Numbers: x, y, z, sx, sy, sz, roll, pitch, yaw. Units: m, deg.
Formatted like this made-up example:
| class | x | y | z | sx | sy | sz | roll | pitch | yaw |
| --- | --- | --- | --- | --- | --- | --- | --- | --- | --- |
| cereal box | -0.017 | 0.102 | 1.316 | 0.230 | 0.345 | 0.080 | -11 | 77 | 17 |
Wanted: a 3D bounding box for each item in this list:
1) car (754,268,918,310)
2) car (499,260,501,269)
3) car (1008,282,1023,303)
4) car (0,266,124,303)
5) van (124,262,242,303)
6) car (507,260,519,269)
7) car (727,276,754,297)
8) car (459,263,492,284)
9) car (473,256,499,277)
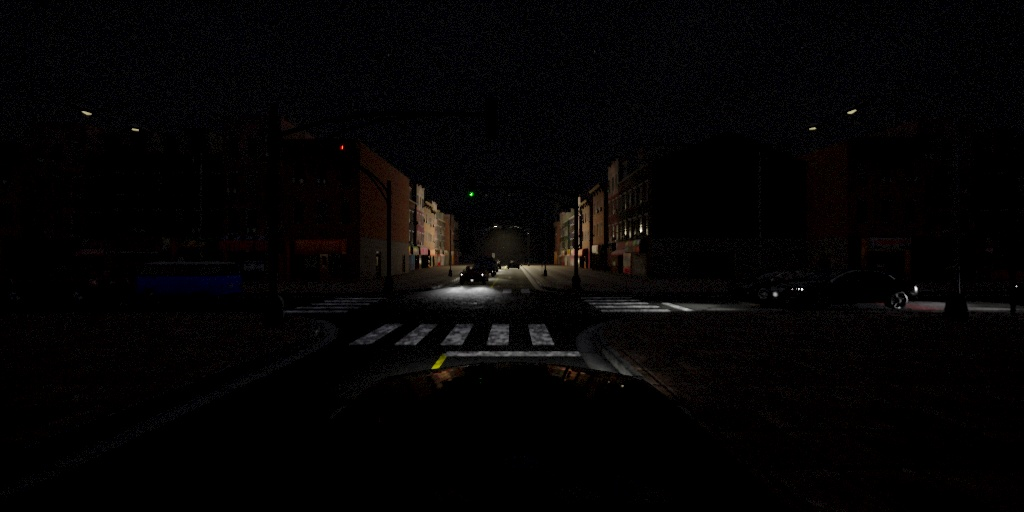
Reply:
| class | x | y | z | sx | sy | sz | roll | pitch | yaw |
| --- | --- | --- | --- | --- | --- | --- | --- | --- | --- |
| car | 12.662 | 1.218 | 13.922 | 4.902 | 1.511 | 2.128 | 0 | 0 | 0 |
| car | -2.734 | 1.335 | 47.286 | 1.837 | 1.490 | 4.892 | 0 | 0 | 0 |
| car | 22.704 | 1.310 | 13.941 | 4.718 | 1.301 | 1.895 | 0 | 0 | 0 |
| car | -20.184 | 1.255 | 16.376 | 4.097 | 1.591 | 1.967 | 0 | 0 | 0 |
| van | -14.709 | 1.141 | 16.389 | 3.998 | 1.789 | 1.690 | 0 | 0 | 0 |
| car | 0.242 | 1.435 | 60.725 | 1.994 | 1.385 | 4.181 | 0 | 0 | 0 |
| car | 12.293 | 1.283 | 16.453 | 4.403 | 1.370 | 2.007 | 0 | 0 | 0 |
| car | -2.789 | 1.394 | 27.272 | 1.895 | 1.301 | 4.718 | 0 | 0 | 0 |
| car | -2.769 | 1.033 | 37.138 | 2.150 | 2.045 | 5.566 | 0 | 0 | 0 |
